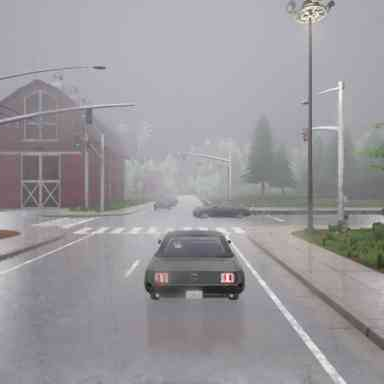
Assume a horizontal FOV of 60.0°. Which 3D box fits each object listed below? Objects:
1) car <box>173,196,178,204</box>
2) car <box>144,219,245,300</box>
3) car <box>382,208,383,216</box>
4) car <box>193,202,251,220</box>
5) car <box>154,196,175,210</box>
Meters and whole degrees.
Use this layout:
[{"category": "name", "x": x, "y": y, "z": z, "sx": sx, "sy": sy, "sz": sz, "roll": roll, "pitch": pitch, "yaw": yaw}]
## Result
[{"category": "car", "x": -3.611, "y": 1.505, "z": 52.171, "sx": 1.837, "sy": 1.490, "sz": 4.892, "roll": 0, "pitch": 0, "yaw": 0}, {"category": "car", "x": 0.063, "y": 1.601, "z": 8.339, "sx": 1.895, "sy": 1.301, "sz": 4.718, "roll": 0, "pitch": 0, "yaw": 0}, {"category": "car", "x": 18.198, "y": 1.451, "z": 27.190, "sx": 5.008, "sy": 1.535, "sz": 1.882, "roll": 0, "pitch": 0, "yaw": -1}, {"category": "car", "x": 2.407, "y": 1.511, "z": 26.901, "sx": 4.674, "sy": 1.442, "sz": 1.812, "roll": 0, "pitch": 0, "yaw": -1}, {"category": "car", "x": -3.614, "y": 1.564, "z": 42.150, "sx": 1.994, "sy": 1.385, "sz": 4.181, "roll": 0, "pitch": 0, "yaw": 0}]
